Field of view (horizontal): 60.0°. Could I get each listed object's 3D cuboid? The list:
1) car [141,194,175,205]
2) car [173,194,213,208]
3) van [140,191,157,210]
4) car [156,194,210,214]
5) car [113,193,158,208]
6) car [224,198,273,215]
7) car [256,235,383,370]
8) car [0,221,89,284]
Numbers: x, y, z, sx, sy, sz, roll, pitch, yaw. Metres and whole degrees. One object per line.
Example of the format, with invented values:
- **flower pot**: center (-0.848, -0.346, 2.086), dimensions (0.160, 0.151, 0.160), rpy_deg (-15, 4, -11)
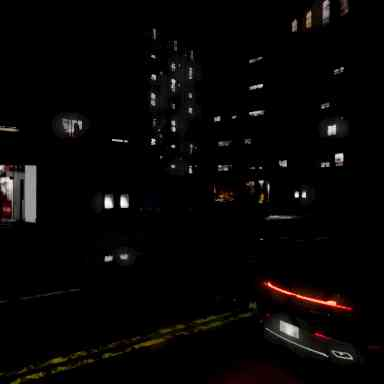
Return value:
- **car**: center (-4.359, 0.962, 42.548), dimensions (4.206, 1.307, 1.802), rpy_deg (1, 0, 37)
- **car**: center (0.054, 1.042, 39.223), dimensions (4.403, 1.369, 2.008), rpy_deg (1, 0, 37)
- **van**: center (-5.010, 0.817, 32.552), dimensions (3.998, 1.788, 1.690), rpy_deg (1, 0, 37)
- **car**: center (-0.603, 1.138, 29.225), dimensions (4.403, 1.369, 2.008), rpy_deg (1, 0, 37)
- **car**: center (-6.304, 0.886, 36.747), dimensions (5.008, 1.535, 1.882), rpy_deg (1, 1, 37)
- **car**: center (4.783, 1.251, 28.403), dimensions (4.181, 1.385, 1.994), rpy_deg (2, 1, 37)
- **car**: center (3.237, 1.507, 5.621), dimensions (4.892, 1.490, 1.837), rpy_deg (0, 0, -35)
- **car**: center (-5.042, 1.492, 8.032), dimensions (4.902, 1.511, 2.128), rpy_deg (0, 0, -35)
